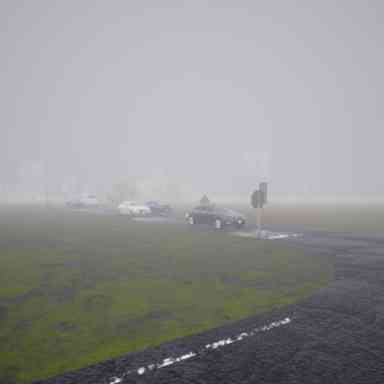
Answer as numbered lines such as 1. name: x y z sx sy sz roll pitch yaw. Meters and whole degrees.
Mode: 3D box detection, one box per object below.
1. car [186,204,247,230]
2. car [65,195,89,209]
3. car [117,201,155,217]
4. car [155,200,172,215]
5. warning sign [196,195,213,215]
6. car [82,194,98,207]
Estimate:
1. car: 1.482 1.547 21.883 1.837 1.490 4.892 0 0 -35
2. car: -17.058 1.618 48.580 1.882 1.535 5.008 0 -1 -35
3. car: -5.692 1.605 32.162 1.812 1.442 4.674 0 0 -35
4. car: -3.768 1.604 34.560 1.812 1.442 4.674 0 0 -35
5. warning sign: 1.196 1.177 31.557 1.300 1.860 1.060 0 0 -35
6. car: -16.834 1.375 53.239 2.150 2.045 5.566 0 0 -35
